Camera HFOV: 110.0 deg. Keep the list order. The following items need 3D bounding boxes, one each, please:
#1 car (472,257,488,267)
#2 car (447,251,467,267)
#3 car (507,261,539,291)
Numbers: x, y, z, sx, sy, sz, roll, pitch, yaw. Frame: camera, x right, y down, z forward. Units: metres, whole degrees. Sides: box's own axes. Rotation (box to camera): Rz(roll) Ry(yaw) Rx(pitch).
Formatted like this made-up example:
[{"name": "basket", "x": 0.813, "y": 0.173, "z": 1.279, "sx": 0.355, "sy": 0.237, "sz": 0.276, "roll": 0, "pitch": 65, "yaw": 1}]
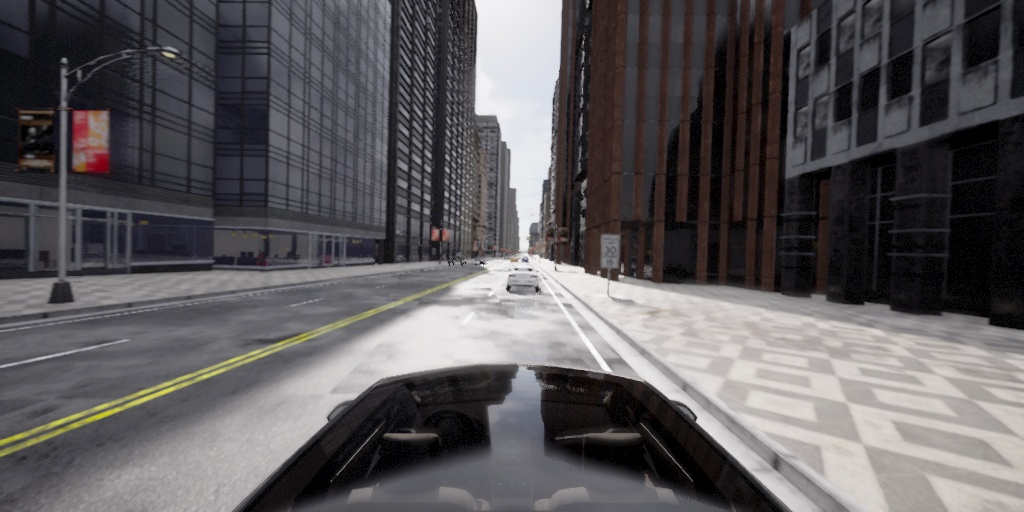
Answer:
[{"name": "car", "x": -4.661, "y": 0.813, "z": 52.249, "sx": 1.895, "sy": 1.301, "sz": 4.718, "roll": 2, "pitch": 0, "yaw": 2}, {"name": "car", "x": -7.896, "y": 0.347, "z": 52.372, "sx": 2.150, "sy": 2.045, "sz": 5.566, "roll": 2, "pitch": 0, "yaw": 2}, {"name": "car", "x": 0.689, "y": 1.278, "z": 22.073, "sx": 1.812, "sy": 1.442, "sz": 4.674, "roll": 2, "pitch": 0, "yaw": 2}]
